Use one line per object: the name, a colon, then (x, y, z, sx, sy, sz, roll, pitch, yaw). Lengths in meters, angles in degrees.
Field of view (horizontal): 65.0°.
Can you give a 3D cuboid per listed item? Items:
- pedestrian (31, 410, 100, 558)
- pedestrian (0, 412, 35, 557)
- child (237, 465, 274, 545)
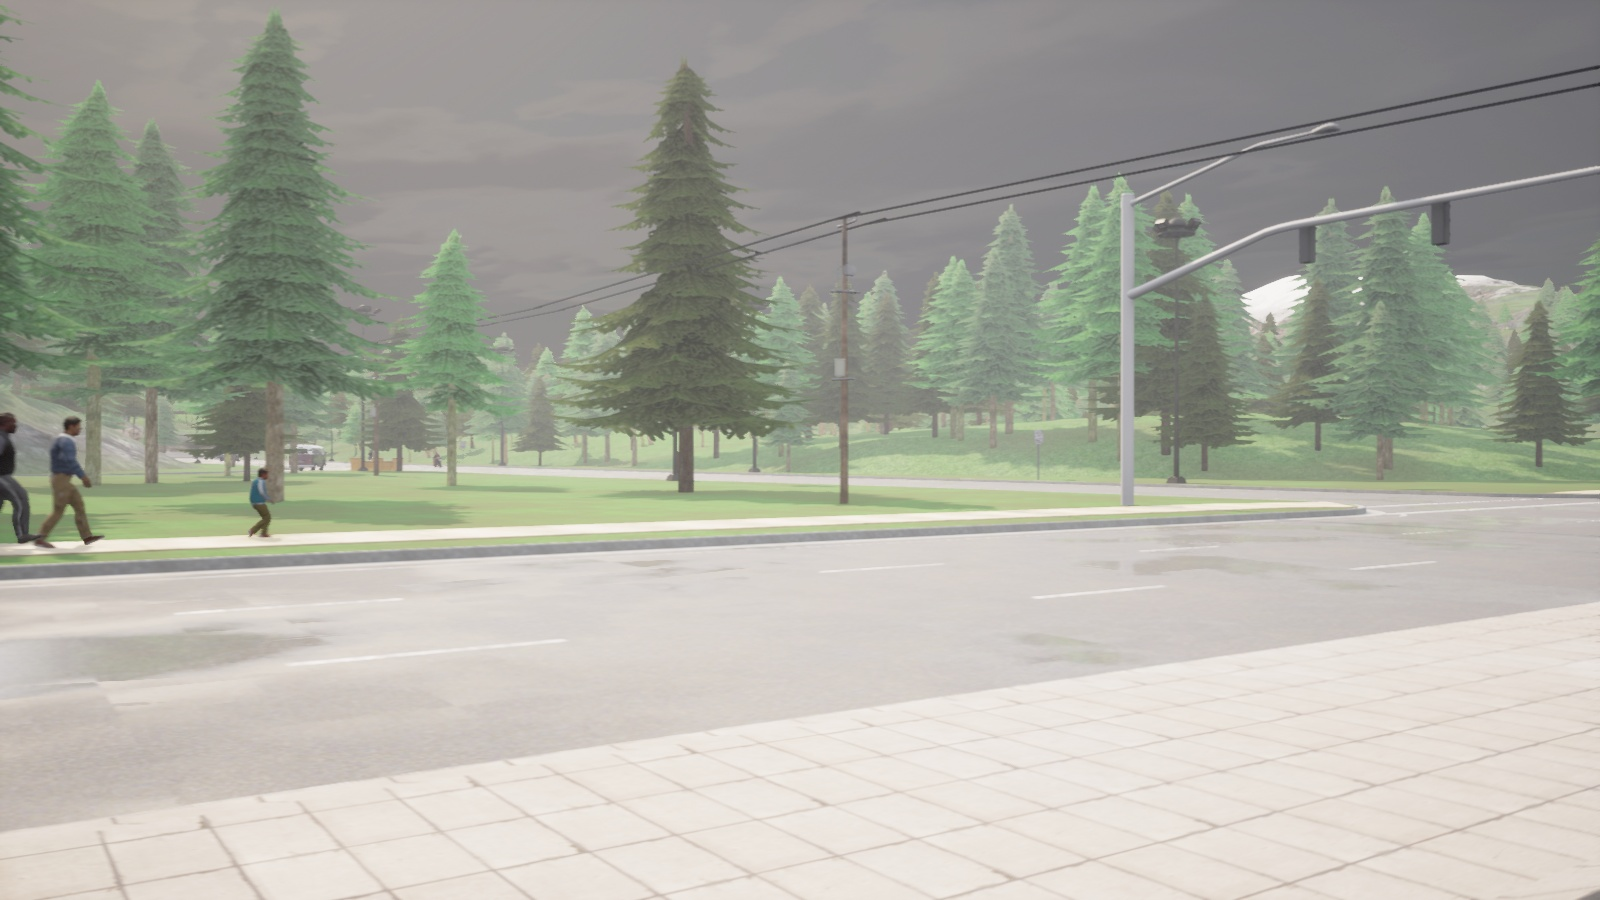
pedestrian: (-9.936, 0.446, 16.987, 0.788, 1.949, 0.423, 0, 0, -34)
pedestrian: (-10.575, 0.447, 16.524, 0.849, 1.883, 0.563, 0, 0, -34)
child: (-8.298, 0.828, 19.141, 0.448, 1.192, 0.343, 0, 0, -35)
